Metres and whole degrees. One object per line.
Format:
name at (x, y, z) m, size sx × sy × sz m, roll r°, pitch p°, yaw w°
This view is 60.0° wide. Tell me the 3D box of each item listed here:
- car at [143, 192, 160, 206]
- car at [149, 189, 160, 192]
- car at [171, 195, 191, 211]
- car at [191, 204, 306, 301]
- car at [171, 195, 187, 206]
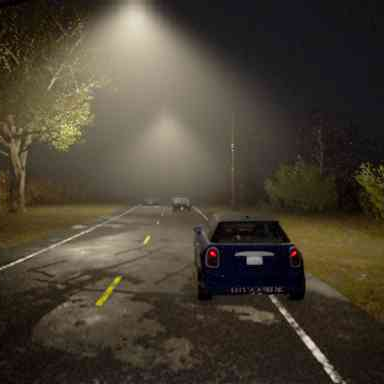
car at (-5.475, 1.090, 44.970) m, size 1.812 × 1.442 × 4.674 m, roll 0°, pitch 1°, yaw -4°
car at (-8.402, 0.435, 74.876) m, size 2.150 × 2.045 × 5.566 m, roll 0°, pitch 0°, yaw -7°
car at (-1.081, 1.272, 34.593) m, size 1.895 × 1.301 × 4.718 m, roll 0°, pitch 1°, yaw -3°
car at (1.129, 1.279, 8.333) m, size 2.097 × 1.767 × 4.553 m, roll 0°, pitch 1°, yaw -1°
car at (-1.842, 1.123, 45.301) m, size 1.994 × 1.385 × 4.181 m, roll 0°, pitch 1°, yaw -5°
